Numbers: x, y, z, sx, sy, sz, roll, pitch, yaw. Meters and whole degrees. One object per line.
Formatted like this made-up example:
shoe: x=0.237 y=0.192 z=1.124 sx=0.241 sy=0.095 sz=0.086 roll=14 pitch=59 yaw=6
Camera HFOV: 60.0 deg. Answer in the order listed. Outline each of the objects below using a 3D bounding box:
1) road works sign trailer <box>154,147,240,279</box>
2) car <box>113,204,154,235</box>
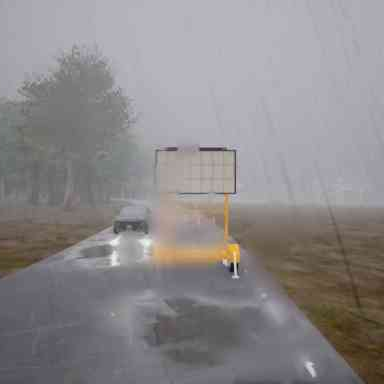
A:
road works sign trailer: x=0.110 y=0.464 z=10.063 sx=2.380 sy=3.560 sz=2.880 roll=0 pitch=0 yaw=-1
car: x=-3.257 y=1.476 z=19.229 sx=1.882 sy=1.535 sz=5.008 roll=0 pitch=0 yaw=-3
